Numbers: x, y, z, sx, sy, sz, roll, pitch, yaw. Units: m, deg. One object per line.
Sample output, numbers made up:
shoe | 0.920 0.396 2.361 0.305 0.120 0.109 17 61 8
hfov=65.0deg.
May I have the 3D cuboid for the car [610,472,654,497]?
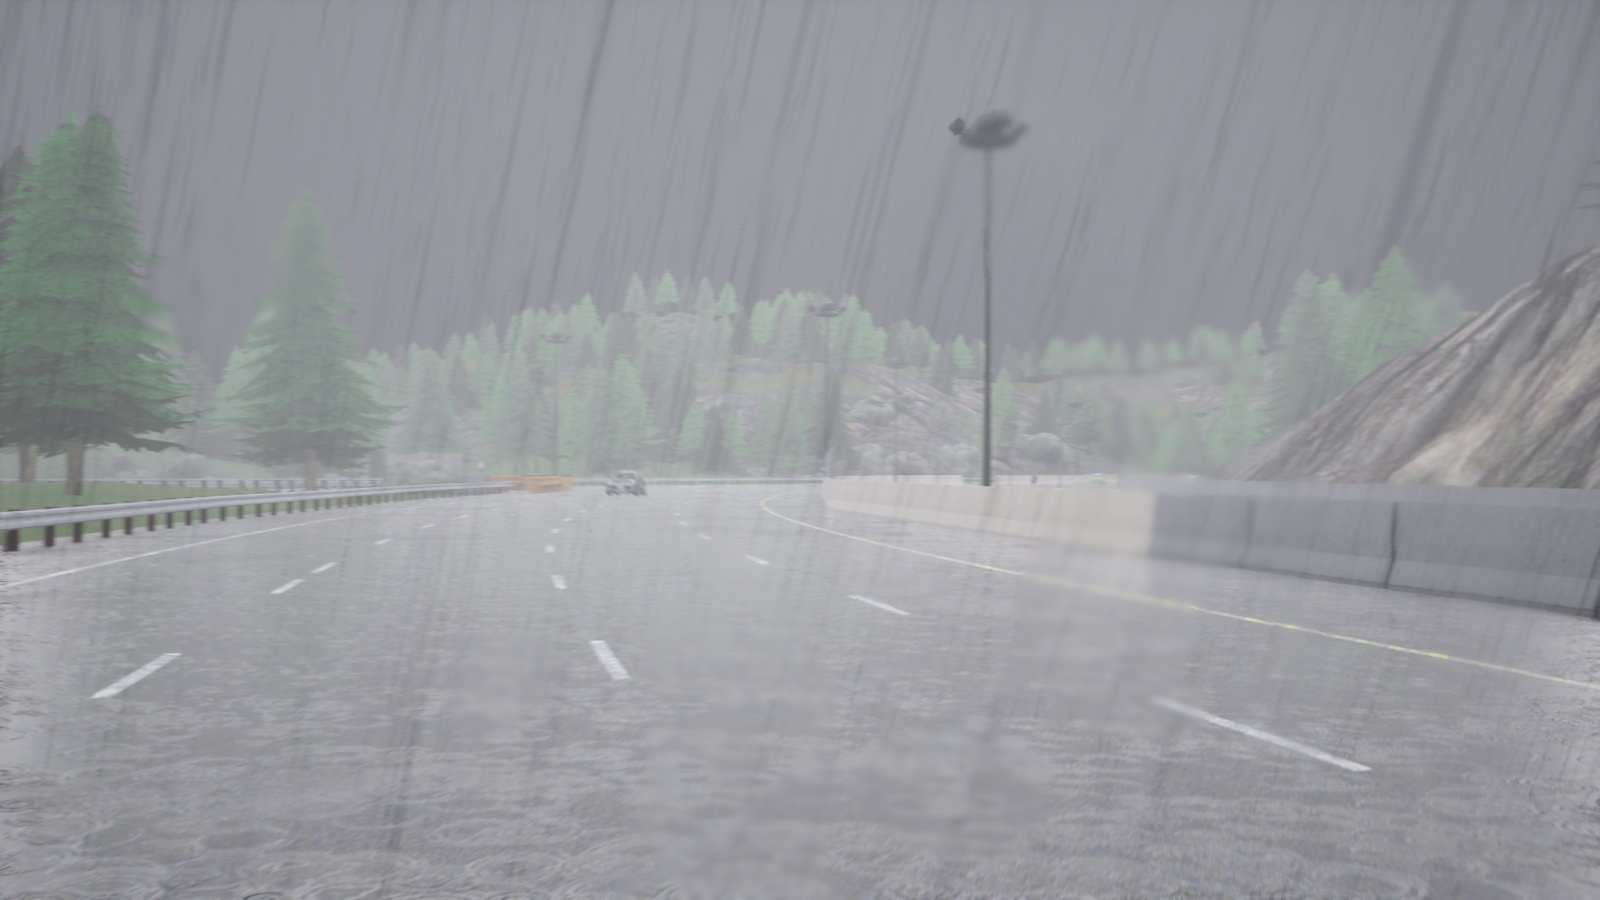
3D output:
car | -9.975 2.040 74.877 1.970 1.475 3.806 0 -1 3
